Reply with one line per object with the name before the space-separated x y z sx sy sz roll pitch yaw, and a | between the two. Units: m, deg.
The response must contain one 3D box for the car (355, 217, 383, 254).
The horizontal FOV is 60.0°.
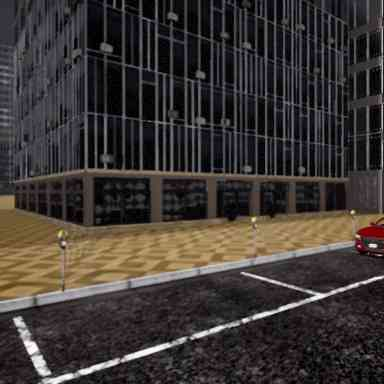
car | 7.675 1.471 12.039 4.507 1.381 1.887 0 0 -36
